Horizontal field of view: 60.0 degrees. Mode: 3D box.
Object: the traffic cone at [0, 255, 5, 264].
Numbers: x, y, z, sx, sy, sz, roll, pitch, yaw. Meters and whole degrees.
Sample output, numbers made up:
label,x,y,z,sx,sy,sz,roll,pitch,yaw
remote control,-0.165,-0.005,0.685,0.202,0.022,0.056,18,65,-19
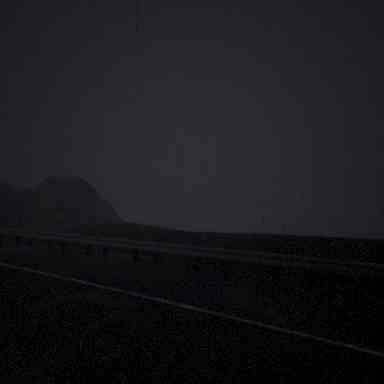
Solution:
label,x,y,z,sx,sy,sz,roll,pitch,yaw
traffic cone,-6.323,2.049,10.823,0.340,0.580,0.340,-1,0,36
